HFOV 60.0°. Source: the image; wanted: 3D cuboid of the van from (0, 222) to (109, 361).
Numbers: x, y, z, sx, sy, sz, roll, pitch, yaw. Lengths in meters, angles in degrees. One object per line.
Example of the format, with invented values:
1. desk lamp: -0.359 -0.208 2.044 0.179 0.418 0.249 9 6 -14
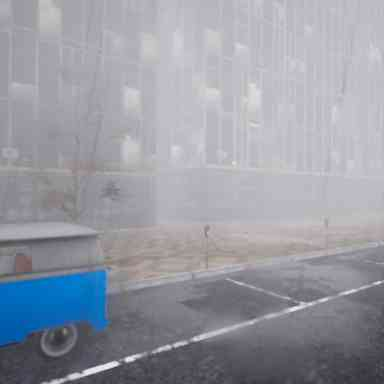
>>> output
1. van: -3.121 1.340 4.333 3.998 1.788 1.690 1 0 -35
